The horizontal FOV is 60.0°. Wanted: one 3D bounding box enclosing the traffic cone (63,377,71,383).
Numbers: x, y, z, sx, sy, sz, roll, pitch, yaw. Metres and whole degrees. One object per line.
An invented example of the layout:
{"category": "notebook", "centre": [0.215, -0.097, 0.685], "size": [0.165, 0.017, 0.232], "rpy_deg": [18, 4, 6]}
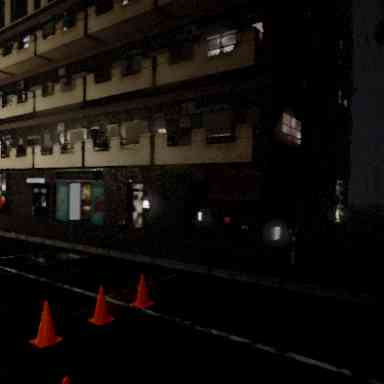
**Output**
{"category": "traffic cone", "centre": [-1.107, 1.928, 2.925], "size": [0.340, 0.580, 0.340], "rpy_deg": [1, 0, 36]}

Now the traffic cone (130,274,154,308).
{"category": "traffic cone", "centre": [-0.973, 1.910, 6.527], "size": [0.340, 0.580, 0.340], "rpy_deg": [1, 0, 36]}

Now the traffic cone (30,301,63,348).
{"category": "traffic cone", "centre": [-2.143, 1.903, 4.906], "size": [0.340, 0.580, 0.340], "rpy_deg": [1, 0, 36]}

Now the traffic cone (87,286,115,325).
{"category": "traffic cone", "centre": [-1.558, 1.907, 5.717], "size": [0.340, 0.580, 0.340], "rpy_deg": [1, 0, 36]}
